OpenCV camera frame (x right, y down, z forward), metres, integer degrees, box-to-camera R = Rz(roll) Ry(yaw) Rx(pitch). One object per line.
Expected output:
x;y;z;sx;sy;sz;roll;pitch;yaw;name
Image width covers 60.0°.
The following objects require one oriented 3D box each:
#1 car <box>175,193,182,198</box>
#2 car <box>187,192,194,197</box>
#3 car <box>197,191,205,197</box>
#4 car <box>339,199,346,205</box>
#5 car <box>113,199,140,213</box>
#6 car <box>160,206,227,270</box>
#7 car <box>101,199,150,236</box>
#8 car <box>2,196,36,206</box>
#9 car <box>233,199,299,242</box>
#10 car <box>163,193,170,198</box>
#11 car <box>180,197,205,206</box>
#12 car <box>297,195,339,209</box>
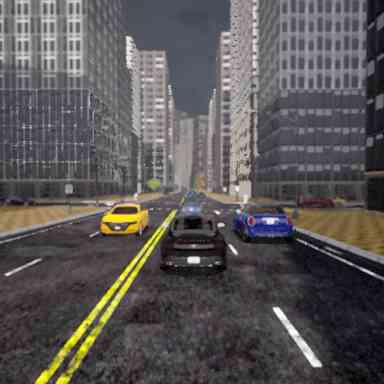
-3.791;0.922;92.558;1.837;1.490;4.892;0;0;0;car
-0.539;0.836;92.345;1.882;1.535;5.008;0;0;0;car
2.709;0.848;92.779;1.882;1.535;5.008;0;0;0;car
21.509;1.337;52.057;4.829;1.417;1.752;0;1;1;car
-6.708;1.405;34.403;1.895;1.301;4.718;0;0;0;car
0.036;1.446;10.838;1.837;1.490;4.892;0;1;0;car
-3.445;1.379;17.868;1.882;1.535;5.008;0;0;0;car
-22.980;1.199;44.036;4.313;1.339;1.947;0;1;1;car
3.257;1.260;15.960;2.097;1.767;4.553;0;0;0;car
-7.041;0.949;92.540;1.812;1.442;4.674;0;0;0;car
-0.057;1.386;27.732;2.033;1.411;5.357;0;0;0;car
15.949;1.263;43.737;5.009;1.841;2.192;0;1;1;car
